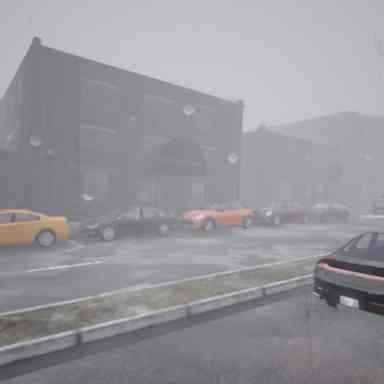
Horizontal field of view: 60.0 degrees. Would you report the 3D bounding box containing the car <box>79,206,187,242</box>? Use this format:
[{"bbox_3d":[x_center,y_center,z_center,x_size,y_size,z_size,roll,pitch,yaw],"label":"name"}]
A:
[{"bbox_3d":[-3.025,1.464,16.434,4.892,1.521,2.231,0,0,-36],"label":"car"}]

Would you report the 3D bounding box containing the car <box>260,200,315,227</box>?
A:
[{"bbox_3d":[5.977,1.351,22.888,4.553,1.767,2.185,0,0,-36],"label":"car"}]

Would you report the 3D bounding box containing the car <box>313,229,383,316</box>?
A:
[{"bbox_3d":[4.427,1.499,6.598,4.902,1.511,2.128,0,0,-36],"label":"car"}]

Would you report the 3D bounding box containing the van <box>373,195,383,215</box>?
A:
[{"bbox_3d":[19.428,1.271,32.534,4.442,1.987,1.878,0,0,-36],"label":"van"}]

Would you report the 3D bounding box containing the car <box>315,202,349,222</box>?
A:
[{"bbox_3d":[10.544,1.523,26.164,4.674,1.452,2.002,0,0,-36],"label":"car"}]

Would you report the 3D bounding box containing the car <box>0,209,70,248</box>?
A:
[{"bbox_3d":[-7.515,1.455,13.213,5.008,1.535,2.097,0,0,-36],"label":"car"}]

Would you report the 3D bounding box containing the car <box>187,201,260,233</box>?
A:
[{"bbox_3d":[1.486,1.344,19.668,4.553,1.767,2.185,0,0,-36],"label":"car"}]
